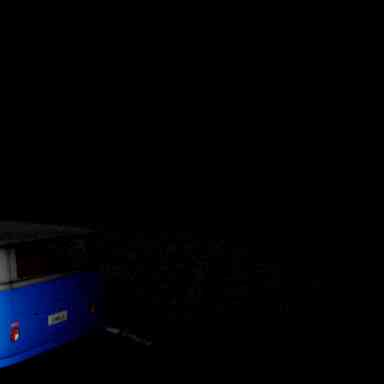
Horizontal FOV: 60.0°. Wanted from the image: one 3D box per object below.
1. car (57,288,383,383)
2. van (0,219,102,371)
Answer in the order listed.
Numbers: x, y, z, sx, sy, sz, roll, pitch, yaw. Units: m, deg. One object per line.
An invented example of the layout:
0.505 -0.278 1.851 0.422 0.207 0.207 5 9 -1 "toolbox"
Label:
1.370 1.545 1.985 4.507 1.381 1.887 0 0 36 "car"
-3.186 1.342 5.256 3.998 1.788 1.690 0 0 36 "van"
